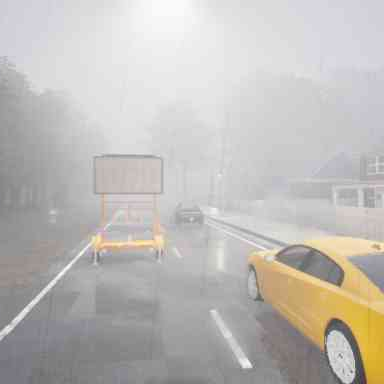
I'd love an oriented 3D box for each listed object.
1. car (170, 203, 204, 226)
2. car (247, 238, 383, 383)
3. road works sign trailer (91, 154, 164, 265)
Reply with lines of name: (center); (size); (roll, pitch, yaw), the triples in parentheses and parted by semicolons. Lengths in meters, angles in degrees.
car: (-0.410, 1.517, 23.393); (2.128, 1.511, 4.902); (0, 0, -9)
car: (2.412, 1.485, 5.399); (1.882, 1.535, 5.008); (0, 0, -9)
road works sign trailer: (-2.233, 0.476, 11.831); (2.380, 3.560, 2.880); (0, 0, -9)
